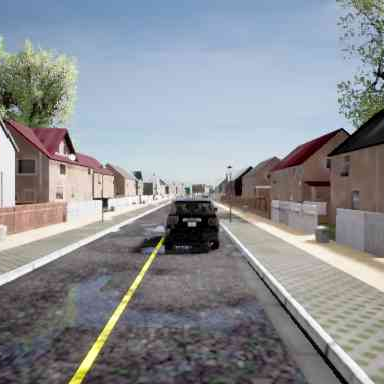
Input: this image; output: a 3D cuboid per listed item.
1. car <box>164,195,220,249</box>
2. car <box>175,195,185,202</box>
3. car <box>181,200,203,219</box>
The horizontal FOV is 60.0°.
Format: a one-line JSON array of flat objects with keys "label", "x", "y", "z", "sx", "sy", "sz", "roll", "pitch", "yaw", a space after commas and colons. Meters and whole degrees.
[{"label": "car", "x": 0.000, "y": 1.255, "z": 14.681, "sx": 2.150, "sy": 2.045, "sz": 5.566, "roll": 0, "pitch": 0, "yaw": 0}, {"label": "car", "x": -2.750, "y": 1.462, "z": 76.675, "sx": 2.033, "sy": 1.411, "sz": 5.357, "roll": 0, "pitch": 0, "yaw": 0}, {"label": "car", "x": 0.000, "y": 1.527, "z": 29.651, "sx": 1.812, "sy": 1.442, "sz": 4.674, "roll": 0, "pitch": 0, "yaw": 0}]
